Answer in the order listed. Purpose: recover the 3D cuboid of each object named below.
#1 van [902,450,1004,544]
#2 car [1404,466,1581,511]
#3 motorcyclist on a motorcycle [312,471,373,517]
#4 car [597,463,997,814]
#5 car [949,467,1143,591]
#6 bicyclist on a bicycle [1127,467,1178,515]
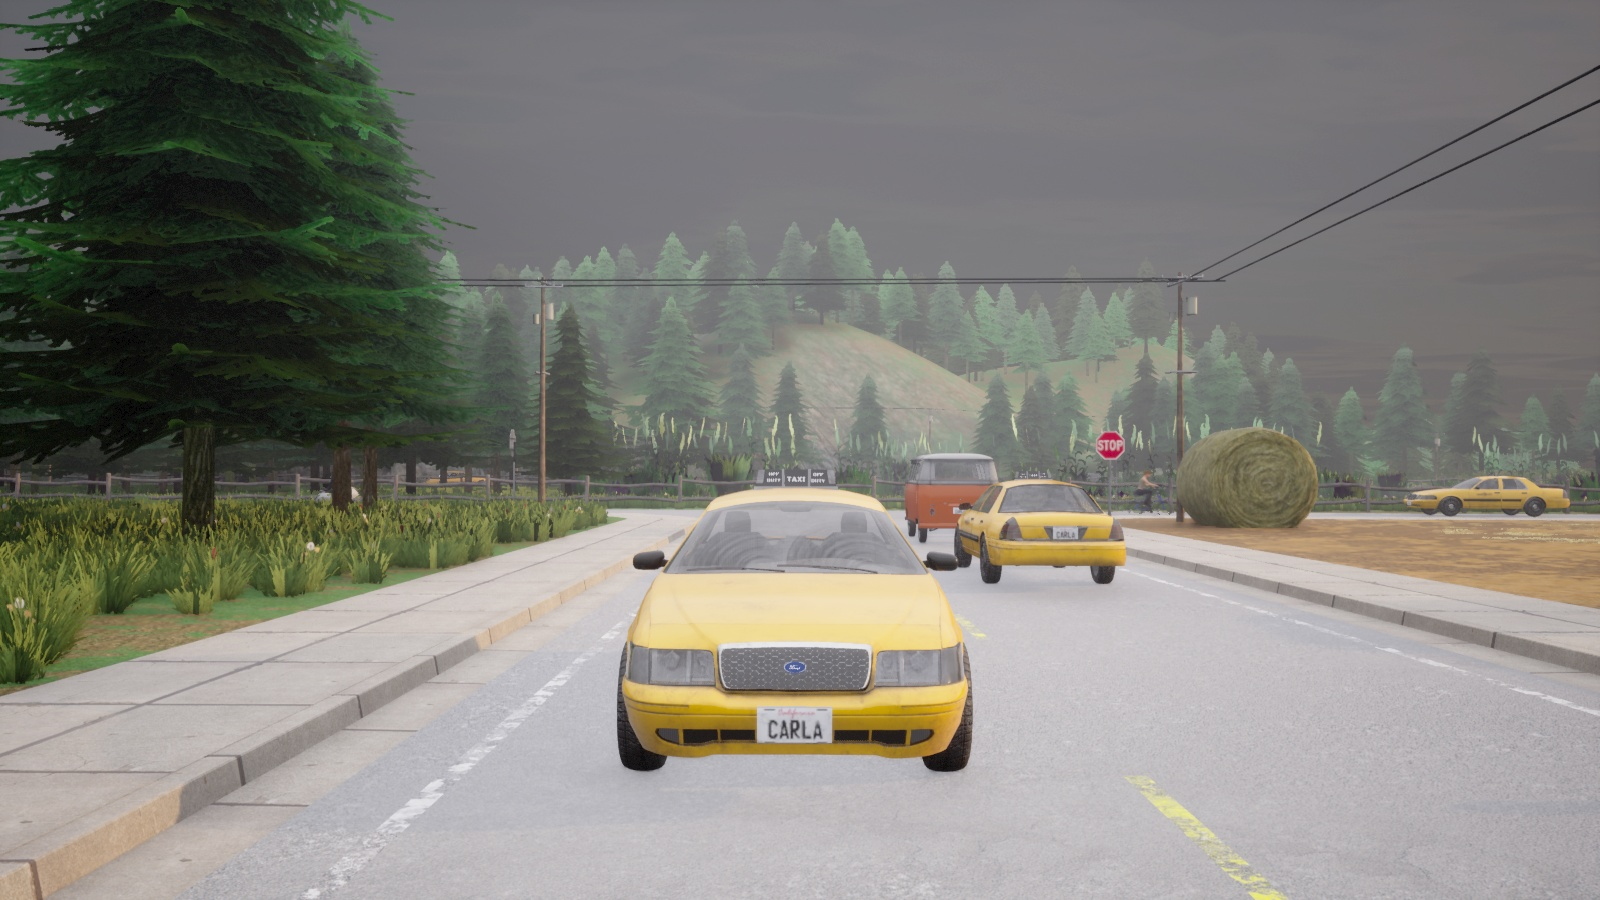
[{"bbox_3d":[3.424,1.038,28.899,1.775,1.987,4.442,0,-1,0],"label":"van"},{"bbox_3d":[24.997,1.380,45.474,5.366,1.575,1.801,0,-1,3],"label":"car"},{"bbox_3d":[-15.970,1.531,43.848,1.817,1.590,0.866,0,-1,2],"label":"motorcyclist on a motorcycle"},{"bbox_3d":[-0.022,0.894,8.352,1.801,1.575,5.366,0,-1,0],"label":"car"},{"bbox_3d":[3.451,1.053,18.681,1.801,1.575,5.366,0,-1,0],"label":"car"},{"bbox_3d":[11.951,1.381,42.576,1.509,1.612,0.866,0,-1,3],"label":"bicyclist on a bicycle"}]
